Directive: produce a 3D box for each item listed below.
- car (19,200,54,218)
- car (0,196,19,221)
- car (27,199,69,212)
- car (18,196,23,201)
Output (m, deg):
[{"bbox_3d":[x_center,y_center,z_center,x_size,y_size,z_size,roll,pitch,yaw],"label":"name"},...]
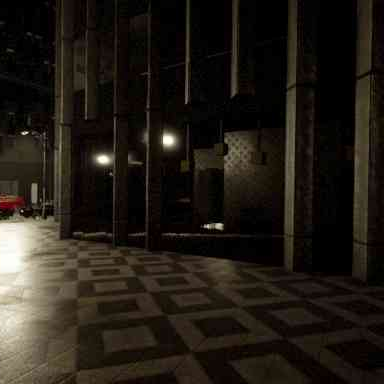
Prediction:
[{"bbox_3d":[-13.870,1.743,31.235,1.947,1.339,4.313,1,0,35],"label":"car"},{"bbox_3d":[-17.124,1.463,26.626,2.192,1.841,5.009,1,0,35],"label":"car"},{"bbox_3d":[-17.569,1.635,40.771,1.947,1.339,4.313,1,0,35],"label":"car"},{"bbox_3d":[-20.822,1.354,36.162,2.192,1.841,5.009,1,0,35],"label":"car"}]
